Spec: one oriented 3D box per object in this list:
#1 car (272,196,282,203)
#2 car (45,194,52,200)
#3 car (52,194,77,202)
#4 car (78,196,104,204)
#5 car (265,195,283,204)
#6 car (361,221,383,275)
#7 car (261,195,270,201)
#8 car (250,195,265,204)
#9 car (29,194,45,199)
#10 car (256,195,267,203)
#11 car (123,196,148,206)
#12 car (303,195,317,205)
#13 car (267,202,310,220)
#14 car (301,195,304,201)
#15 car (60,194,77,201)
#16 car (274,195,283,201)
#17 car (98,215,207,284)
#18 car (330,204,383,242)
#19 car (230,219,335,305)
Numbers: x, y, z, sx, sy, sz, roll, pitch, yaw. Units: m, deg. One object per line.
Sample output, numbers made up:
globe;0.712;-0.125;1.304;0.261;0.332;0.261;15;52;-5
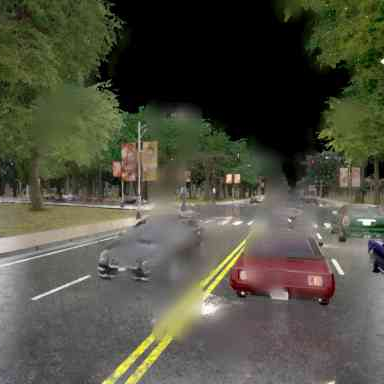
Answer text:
car;18.455;1.604;72.396;1.895;1.301;4.718;0;0;17
car;-37.116;1.225;85.216;4.674;1.442;1.812;0;0;40
car;-25.865;1.302;67.245;4.674;1.442;1.812;0;0;40
car;-18.157;1.424;60.686;4.718;1.301;1.895;0;0;41
car;15.392;1.554;62.591;2.033;1.411;5.357;0;0;18
car;5.455;1.601;7.593;1.895;1.301;4.718;0;0;17
car;18.285;1.535;82.887;1.812;1.442;4.674;0;0;17
car;12.317;1.554;63.633;2.033;1.411;5.357;0;0;18
car;-39.090;1.297;82.629;4.718;1.301;1.895;0;0;40
car;15.263;1.486;73.076;1.882;1.535;5.008;0;0;17
car;-9.077;1.375;53.012;4.902;1.511;2.128;0;0;40
car;21.675;1.511;60.443;1.837;1.490;4.892;0;0;17
car;4.920;1.505;17.065;1.837;1.490;4.892;0;0;17
car;30.047;1.570;87.951;1.994;1.385;4.181;0;0;17
car;-29.259;1.261;78.600;4.674;1.442;1.812;0;0;40
car;21.506;1.489;82.308;1.882;1.535;5.008;0;0;17
car;-0.870;1.505;9.806;1.837;1.490;4.892;0;0;17
car;8.055;1.352;16.197;2.097;1.767;4.553;0;0;17
car;2.247;1.601;8.200;1.895;1.301;4.718;0;0;17
